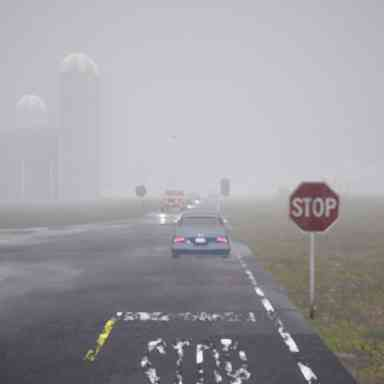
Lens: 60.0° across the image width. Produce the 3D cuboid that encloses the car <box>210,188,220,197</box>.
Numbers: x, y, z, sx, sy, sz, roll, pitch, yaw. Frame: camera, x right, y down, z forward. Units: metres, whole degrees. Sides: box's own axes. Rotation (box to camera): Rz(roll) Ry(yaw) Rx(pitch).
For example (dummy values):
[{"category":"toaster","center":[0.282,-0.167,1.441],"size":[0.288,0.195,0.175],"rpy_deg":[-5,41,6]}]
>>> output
[{"category":"car","center":[4.980,0.131,71.913],"size":[2.097,1.767,4.553],"rpy_deg":[0,1,6]}]

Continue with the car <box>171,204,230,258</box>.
[{"category":"car","center":[0.305,1.366,11.852],"size":[2.033,1.411,5.357],"rpy_deg":[0,1,1]}]

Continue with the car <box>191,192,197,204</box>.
[{"category":"car","center":[-0.887,0.903,42.226],"size":[1.994,1.385,4.181],"rpy_deg":[0,1,5]}]

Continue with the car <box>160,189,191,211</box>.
[{"category":"car","center":[-1.668,0.721,32.266],"size":[2.150,2.045,5.566],"rpy_deg":[0,1,4]}]

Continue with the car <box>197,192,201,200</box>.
[{"category":"car","center":[0.468,0.681,55.624],"size":[1.994,1.385,4.181],"rpy_deg":[0,1,7]}]

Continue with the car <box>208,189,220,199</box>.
[{"category":"car","center":[3.936,0.502,61.965],"size":[2.128,1.511,4.902],"rpy_deg":[0,1,6]}]
